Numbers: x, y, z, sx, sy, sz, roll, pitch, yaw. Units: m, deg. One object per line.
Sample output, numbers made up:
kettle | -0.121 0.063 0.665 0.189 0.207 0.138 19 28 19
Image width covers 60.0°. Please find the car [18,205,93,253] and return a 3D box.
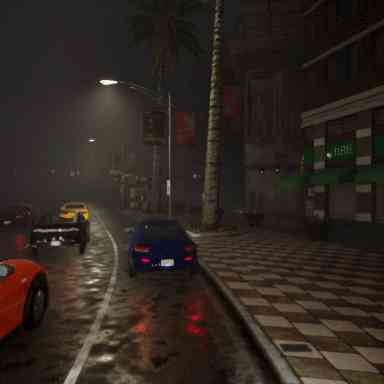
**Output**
car | -5.136 1.488 13.402 2.128 1.511 4.902 0 0 -14

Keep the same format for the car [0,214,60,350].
car | -3.453 1.350 3.974 2.097 1.767 4.553 0 0 -4

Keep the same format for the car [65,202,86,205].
car | -8.340 1.471 23.814 1.882 1.535 5.008 0 0 -18

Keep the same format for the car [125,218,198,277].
car | -1.034 1.525 10.202 1.812 1.442 4.674 0 0 -11

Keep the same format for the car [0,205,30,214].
car | -10.826 1.516 20.475 1.812 1.442 4.674 0 0 -18
